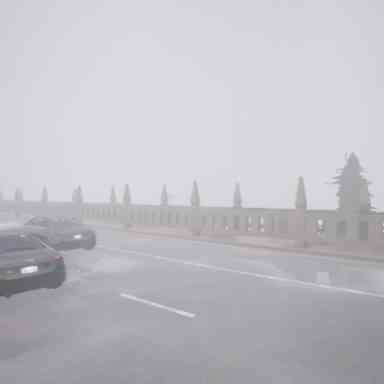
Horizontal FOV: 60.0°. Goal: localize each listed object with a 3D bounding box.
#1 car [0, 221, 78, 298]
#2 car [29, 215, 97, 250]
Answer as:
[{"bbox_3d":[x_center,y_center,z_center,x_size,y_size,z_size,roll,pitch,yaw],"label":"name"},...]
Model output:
[{"bbox_3d":[-4.908,1.587,8.208,4.181,1.385,1.994,0,0,40],"label":"car"},{"bbox_3d":[-5.706,1.610,13.502,4.181,1.385,1.994,0,0,41],"label":"car"}]
